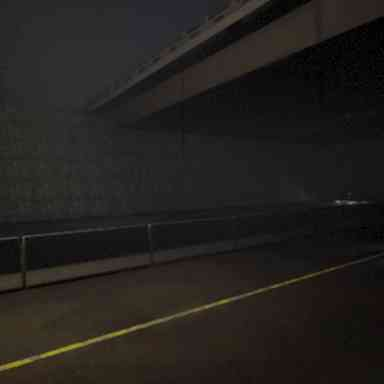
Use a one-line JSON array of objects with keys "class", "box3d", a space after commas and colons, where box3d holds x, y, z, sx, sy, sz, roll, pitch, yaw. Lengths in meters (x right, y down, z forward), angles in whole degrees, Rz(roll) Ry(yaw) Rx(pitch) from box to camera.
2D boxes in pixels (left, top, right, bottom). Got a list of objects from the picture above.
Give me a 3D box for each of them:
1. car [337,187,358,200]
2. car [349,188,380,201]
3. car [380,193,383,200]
[{"class": "car", "box3d": [22.276, 0.152, 46.558, 4.553, 1.767, 2.097, -2, 1, -36]}, {"class": "car", "box3d": [22.559, 0.453, 42.431, 4.718, 1.301, 1.895, -2, 1, -36]}, {"class": "car", "box3d": [25.103, 0.303, 39.956, 5.008, 1.535, 1.882, -2, 1, -36]}]
